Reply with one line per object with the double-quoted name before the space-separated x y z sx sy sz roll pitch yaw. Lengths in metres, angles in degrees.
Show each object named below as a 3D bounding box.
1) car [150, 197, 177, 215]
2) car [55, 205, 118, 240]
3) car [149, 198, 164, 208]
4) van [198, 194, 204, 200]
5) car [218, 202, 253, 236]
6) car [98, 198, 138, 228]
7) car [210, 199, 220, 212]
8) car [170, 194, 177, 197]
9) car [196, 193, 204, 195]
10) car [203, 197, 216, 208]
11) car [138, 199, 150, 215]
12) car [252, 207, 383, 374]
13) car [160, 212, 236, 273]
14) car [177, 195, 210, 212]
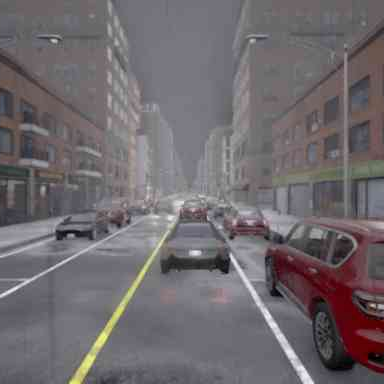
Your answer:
"car" -2.855 1.545 34.195 1.837 1.490 4.892 0 0 0
"car" -5.393 1.586 16.996 1.947 1.339 4.313 0 0 0
"car" -5.404 1.640 51.087 1.802 1.307 4.206 0 0 0
"van" 2.611 1.438 94.461 1.690 1.788 3.998 0 0 0
"car" 2.632 1.460 17.004 1.967 1.590 4.097 0 0 0
"car" -5.395 1.341 22.678 2.192 1.841 5.009 0 0 0
"car" 2.628 1.584 28.366 2.008 1.369 4.403 0 0 0
"car" -5.417 1.638 83.644 2.008 1.369 4.403 0 0 0
"car" 2.611 1.643 89.054 2.008 1.369 4.403 0 0 0
"car" 2.621 1.583 51.261 1.752 1.417 4.829 0 0 0
"car" -5.398 1.479 34.042 1.967 1.590 4.097 0 0 0
"car" 2.636 1.322 5.642 2.192 1.841 5.009 0 0 0
"car" 0.088 1.577 10.740 1.994 1.385 4.181 0 0 0
"car" 0.084 1.383 26.442 2.097 1.767 4.553 0 0 0
